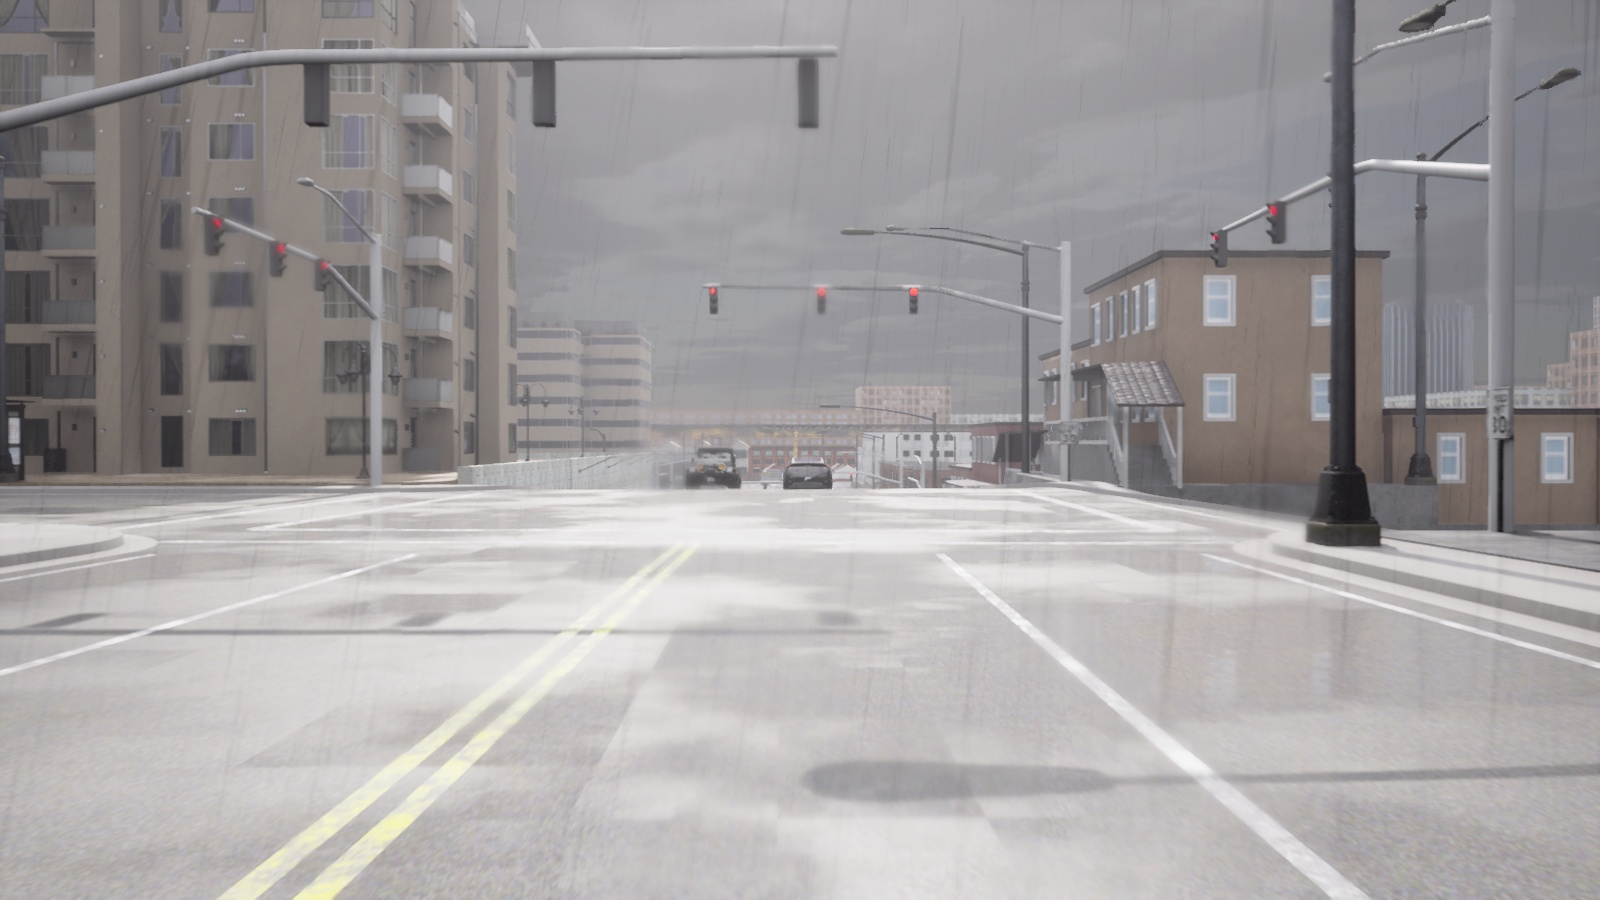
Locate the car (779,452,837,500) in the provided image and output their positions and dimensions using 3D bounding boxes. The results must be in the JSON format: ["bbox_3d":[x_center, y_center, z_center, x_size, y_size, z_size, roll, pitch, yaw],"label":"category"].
[{"bbox_3d":[0.293,1.047,48.428,2.128,1.511,4.902,0,-5,0],"label":"car"}]

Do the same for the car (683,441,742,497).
[{"bbox_3d":[-3.217,0.745,46.872,1.905,1.878,3.866,0,-4,0],"label":"car"}]
